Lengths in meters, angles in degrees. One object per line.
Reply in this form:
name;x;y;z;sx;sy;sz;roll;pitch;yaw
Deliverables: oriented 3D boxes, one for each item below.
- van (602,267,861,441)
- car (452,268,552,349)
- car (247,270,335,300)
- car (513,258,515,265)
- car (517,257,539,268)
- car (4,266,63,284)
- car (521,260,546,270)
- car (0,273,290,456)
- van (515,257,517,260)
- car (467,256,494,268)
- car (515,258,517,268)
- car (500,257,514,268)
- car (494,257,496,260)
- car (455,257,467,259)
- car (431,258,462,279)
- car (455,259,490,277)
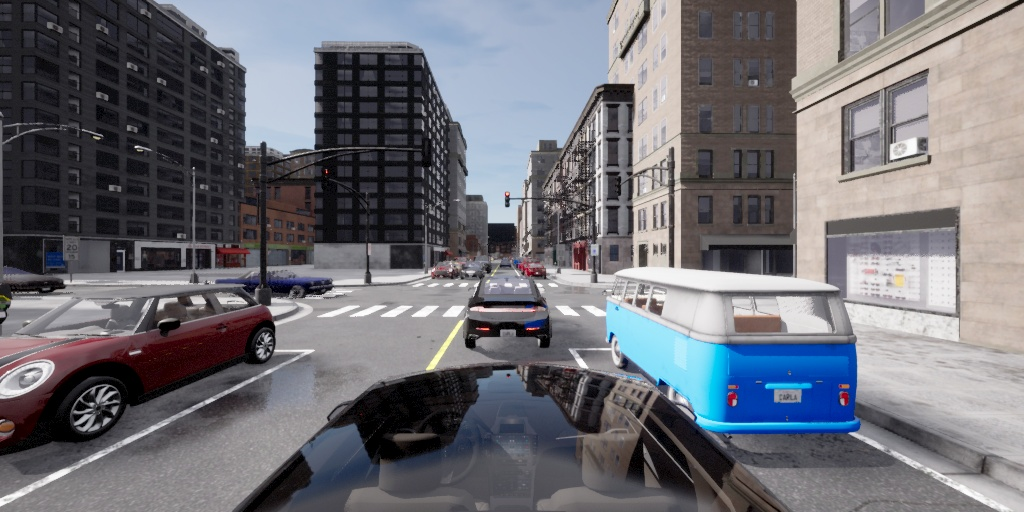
van;2.584;1.091;5.253;1.690;1.789;3.998;0;0;-1
car;-0.126;1.242;9.188;2.128;1.511;4.902;0;0;-1
car;-11.058;1.301;16.988;4.718;1.301;1.895;0;0;4
car;1.566;1.312;59.172;1.948;1.339;4.313;0;0;-1
car;1.975;1.065;37.537;2.192;1.841;5.009;0;0;-1
car;-24.756;1.171;16.967;5.357;1.411;2.033;0;0;-1
car;2.077;1.295;32.129;1.888;1.381;4.507;0;0;-1
car;-5.439;1.190;5.102;1.967;1.591;4.097;0;0;-1
van;1.668;1.089;53.764;1.690;1.789;3.998;0;0;-1
car;-3.586;0.972;41.788;2.150;2.045;5.566;0;0;0
car;1.770;1.294;48.355;1.888;1.381;4.507;0;0;-1
car;-1.131;1.309;62.289;1.994;1.385;4.181;0;0;-1
car;-3.782;1.296;52.190;2.033;1.411;5.357;0;0;-1
car;-6.151;1.065;42.794;2.192;1.841;5.009;0;0;-1
car;-5.947;1.190;31.977;1.967;1.591;4.097;0;0;-1
car;-3.395;1.242;31.626;2.128;1.511;4.902;0;0;-1
